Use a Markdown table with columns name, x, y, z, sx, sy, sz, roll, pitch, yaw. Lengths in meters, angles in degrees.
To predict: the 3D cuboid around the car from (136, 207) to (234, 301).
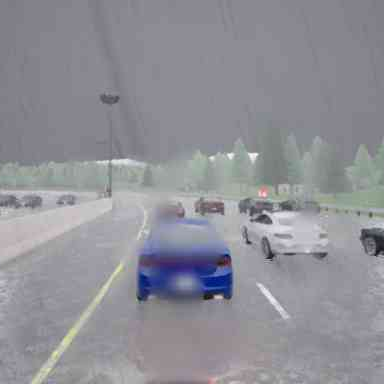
| name | x | y | z | sx | sy | sz | roll | pitch | yaw |
| --- | --- | --- | --- | --- | --- | --- | --- | --- | --- |
| car | -0.212 | 1.370 | 8.166 | 1.882 | 1.535 | 5.008 | 0 | 1 | -3 |

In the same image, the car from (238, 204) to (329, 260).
| name | x | y | z | sx | sy | sz | roll | pitch | yaw |
| --- | --- | --- | --- | --- | --- | --- | --- | --- | --- |
| car | 3.099 | 1.367 | 11.646 | 1.812 | 1.442 | 4.674 | 0 | 1 | -4 |

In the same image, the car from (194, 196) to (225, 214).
| name | x | y | z | sx | sy | sz | roll | pitch | yaw |
| --- | --- | --- | --- | --- | --- | --- | --- | --- | --- |
| car | 1.395 | 1.109 | 28.081 | 1.882 | 1.535 | 5.008 | 0 | 1 | -8 |

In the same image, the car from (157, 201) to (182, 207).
| name | x | y | z | sx | sy | sz | roll | pitch | yaw |
| --- | --- | --- | --- | --- | --- | --- | --- | --- | --- |
| car | -1.668 | 1.283 | 24.619 | 1.895 | 1.301 | 4.718 | 0 | 1 | -7 |

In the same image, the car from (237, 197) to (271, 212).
| name | x | y | z | sx | sy | sz | roll | pitch | yaw |
| --- | --- | --- | --- | --- | --- | --- | --- | --- | --- |
| car | 5.061 | 1.142 | 27.082 | 1.837 | 1.490 | 4.892 | 0 | 1 | -7 |

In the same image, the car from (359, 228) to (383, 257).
| name | x | y | z | sx | sy | sz | roll | pitch | yaw |
| --- | --- | --- | --- | --- | --- | --- | --- | --- | --- |
| car | 6.742 | 1.466 | 9.300 | 1.895 | 1.301 | 4.718 | 0 | 1 | -3 |

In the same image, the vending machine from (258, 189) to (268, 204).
| name | x | y | z | sx | sy | sz | roll | pitch | yaw |
| --- | --- | --- | --- | --- | --- | --- | --- | --- | --- |
| vending machine | 10.044 | 0.564 | 47.098 | 1.100 | 2.100 | 0.880 | 0 | 1 | -13 |

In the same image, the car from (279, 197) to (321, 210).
| name | x | y | z | sx | sy | sz | roll | pitch | yaw |
| --- | --- | --- | --- | --- | --- | --- | --- | --- | --- |
| car | 8.596 | 1.123 | 27.071 | 2.128 | 1.511 | 4.902 | 0 | 1 | -7 |
